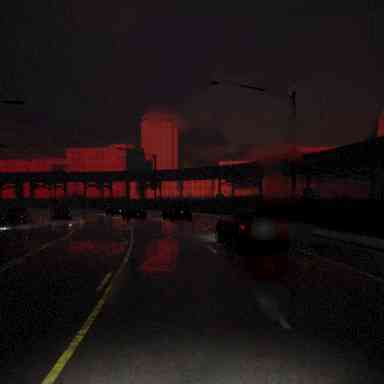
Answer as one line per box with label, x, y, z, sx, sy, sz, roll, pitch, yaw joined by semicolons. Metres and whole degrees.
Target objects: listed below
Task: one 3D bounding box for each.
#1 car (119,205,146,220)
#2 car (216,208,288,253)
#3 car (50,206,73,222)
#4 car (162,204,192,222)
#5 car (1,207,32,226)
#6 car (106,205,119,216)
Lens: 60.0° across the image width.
car;-6.148;2.127;35.125;1.882;1.535;5.008;0;-1;-19
car;2.418;1.500;14.528;2.097;1.767;4.553;0;-1;-7
car;-13.291;2.148;33.887;1.882;1.535;5.008;0;-2;-21
car;-1.578;1.917;32.551;2.097;1.767;4.553;0;-1;-17
car;-15.419;2.055;29.376;1.882;1.535;5.008;0;-2;-19
car;-10.097;2.444;44.304;1.994;1.385;4.181;0;-1;-27
